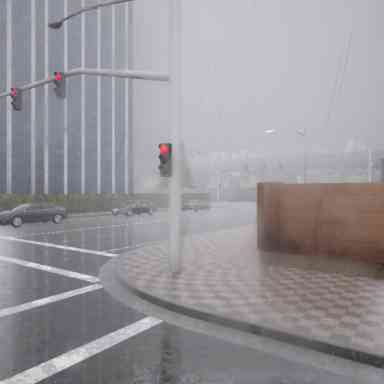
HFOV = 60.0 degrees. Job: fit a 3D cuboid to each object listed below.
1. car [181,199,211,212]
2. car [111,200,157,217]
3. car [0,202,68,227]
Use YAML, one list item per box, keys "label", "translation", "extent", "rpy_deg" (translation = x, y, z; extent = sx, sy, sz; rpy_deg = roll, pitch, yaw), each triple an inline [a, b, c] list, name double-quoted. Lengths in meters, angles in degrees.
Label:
- label: "car"
  translation: [0.465, 1.564, 39.084]
  extent: [1.994, 1.385, 4.181]
  rpy_deg: [0, 0, 35]
- label: "car"
  translation: [-5.313, 1.491, 30.980]
  extent: [2.128, 1.511, 4.902]
  rpy_deg: [0, 0, 35]
- label: "car"
  translation: [-11.024, 1.505, 22.952]
  extent: [1.837, 1.490, 4.892]
  rpy_deg: [0, 0, 35]
